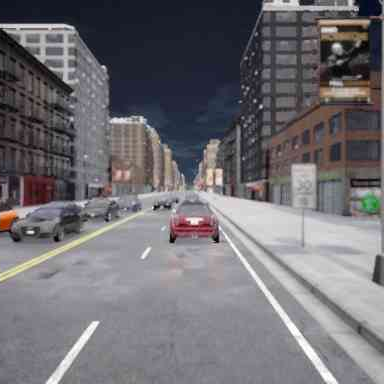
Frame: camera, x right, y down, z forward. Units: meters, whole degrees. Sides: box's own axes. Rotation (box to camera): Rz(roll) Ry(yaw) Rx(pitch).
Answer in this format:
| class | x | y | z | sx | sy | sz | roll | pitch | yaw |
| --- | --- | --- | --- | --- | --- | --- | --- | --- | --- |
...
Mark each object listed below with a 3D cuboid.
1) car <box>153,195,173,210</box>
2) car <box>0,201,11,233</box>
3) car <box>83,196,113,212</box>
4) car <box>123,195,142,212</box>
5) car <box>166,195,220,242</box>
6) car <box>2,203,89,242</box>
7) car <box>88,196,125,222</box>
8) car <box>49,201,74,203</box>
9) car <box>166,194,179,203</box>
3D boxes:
| class | x | y | z | sx | sy | sz | roll | pitch | yaw |
| --- | --- | --- | --- | --- | --- | --- | --- | --- | --- |
| car | -3.143 | 1.292 | 36.972 | 1.895 | 1.301 | 4.718 | 0 | 0 | 0 |
| car | -9.832 | 1.227 | 15.107 | 2.097 | 1.767 | 4.553 | 0 | 0 | 0 |
| car | -9.743 | 1.235 | 34.859 | 1.812 | 1.442 | 4.674 | 0 | 0 | 0 |
| car | -6.493 | 1.065 | 34.470 | 2.097 | 1.767 | 4.553 | 0 | 0 | 0 |
| car | 0.102 | 1.223 | 15.588 | 2.097 | 1.767 | 4.553 | 0 | 1 | 0 |
| car | -6.578 | 1.435 | 15.527 | 1.994 | 1.385 | 4.181 | 0 | 0 | 0 |
| car | -6.525 | 1.302 | 24.324 | 1.837 | 1.490 | 4.892 | 0 | 0 | 1 |
| car | -9.767 | 1.343 | 24.605 | 2.033 | 1.411 | 5.357 | 0 | 0 | 1 |
| car | -3.143 | 1.107 | 54.853 | 1.994 | 1.385 | 4.181 | 0 | 1 | 0 |
